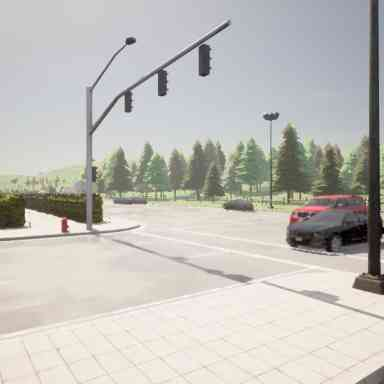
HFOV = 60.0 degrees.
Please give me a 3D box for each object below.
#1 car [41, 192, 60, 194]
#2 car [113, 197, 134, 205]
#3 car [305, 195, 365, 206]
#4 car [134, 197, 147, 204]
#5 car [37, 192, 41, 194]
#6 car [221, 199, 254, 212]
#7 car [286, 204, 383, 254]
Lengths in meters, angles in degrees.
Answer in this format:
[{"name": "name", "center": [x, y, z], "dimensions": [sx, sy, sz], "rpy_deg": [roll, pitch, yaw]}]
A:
[{"name": "car", "center": [-24.085, 1.221, 57.637], "dimensions": [2.150, 2.045, 5.566], "rpy_deg": [0, 0, -35]}, {"name": "car", "center": [-12.638, 1.563, 59.699], "dimensions": [1.994, 1.385, 4.181], "rpy_deg": [0, 0, -35]}, {"name": "car", "center": [8.190, 1.222, 19.640], "dimensions": [5.566, 2.045, 2.150], "rpy_deg": [0, 0, -35]}, {"name": "car", "center": [-10.162, 1.564, 62.276], "dimensions": [1.994, 1.385, 4.181], "rpy_deg": [0, 0, -35]}, {"name": "car", "center": [-29.754, 1.058, 65.879], "dimensions": [2.150, 2.045, 5.566], "rpy_deg": [0, 0, -35]}, {"name": "car", "center": [5.377, 1.564, 39.594], "dimensions": [1.994, 1.385, 4.181], "rpy_deg": [0, 0, -34]}, {"name": "car", "center": [5.993, 1.477, 13.778], "dimensions": [5.008, 1.535, 1.882], "rpy_deg": [0, 0, -35]}]
